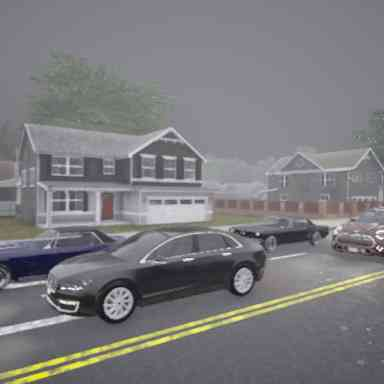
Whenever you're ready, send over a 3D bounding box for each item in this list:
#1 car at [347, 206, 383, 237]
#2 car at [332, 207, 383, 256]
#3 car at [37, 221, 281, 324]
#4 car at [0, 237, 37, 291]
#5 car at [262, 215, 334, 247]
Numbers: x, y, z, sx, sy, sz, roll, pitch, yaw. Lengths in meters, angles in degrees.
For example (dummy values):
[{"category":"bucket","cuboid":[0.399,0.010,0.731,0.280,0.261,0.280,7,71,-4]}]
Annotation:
[{"category":"car","cuboid":[11.445,1.663,19.764,4.892,1.490,1.837,1,0,-35]},{"category":"car","cuboid":[7.503,1.456,13.006,4.553,1.767,2.097,1,0,-35]},{"category":"car","cuboid":[-0.512,1.534,7.262,4.892,1.490,1.837,1,0,-33]},{"category":"car","cuboid":[-3.656,1.619,9.056,4.718,1.301,1.895,1,0,-35]},{"category":"car","cuboid":[3.809,1.689,14.379,4.718,1.301,1.895,1,0,-35]}]
